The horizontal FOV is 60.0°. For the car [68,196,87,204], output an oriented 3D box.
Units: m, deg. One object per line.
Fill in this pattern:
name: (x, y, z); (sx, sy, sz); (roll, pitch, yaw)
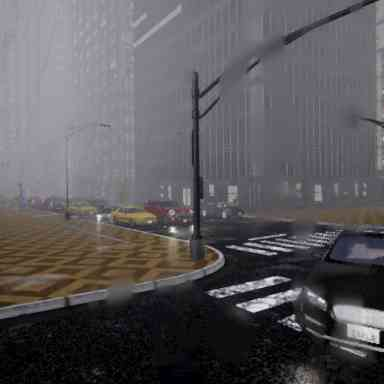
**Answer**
car: (-20.372, 1.385, 59.203); (1.887, 1.381, 4.507); (-1, 1, -36)

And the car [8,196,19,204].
car: (-33.259, 1.492, 63.623); (2.008, 1.369, 4.403); (-1, 1, -36)

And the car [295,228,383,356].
car: (3.444, 1.488, 6.188); (2.128, 1.511, 4.902); (1, 1, 33)

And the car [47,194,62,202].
car: (-30.109, 1.253, 72.735); (1.967, 1.590, 4.097); (-1, 1, -36)

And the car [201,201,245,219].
car: (2.452, 1.452, 27.704); (2.008, 1.369, 4.403); (-1, 1, -36)

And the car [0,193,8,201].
car: (-46.241, 1.447, 81.666); (1.887, 1.381, 4.507); (-1, 1, -36)

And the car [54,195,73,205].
car: (-22.418, 1.355, 57.838); (1.882, 1.535, 5.008); (-1, 1, -35)

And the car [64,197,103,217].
car: (-10.490, 1.532, 31.877); (1.752, 1.417, 4.829); (-1, 1, -36)

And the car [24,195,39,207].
car: (-23.523, 1.409, 50.090); (1.967, 1.590, 4.097); (-1, 1, -36)

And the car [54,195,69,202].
car: (-26.863, 1.404, 68.225); (1.802, 1.307, 4.206); (-1, 1, -36)

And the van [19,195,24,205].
van: (-26.770, 1.301, 54.600); (1.690, 1.788, 3.998); (-1, 1, -36)

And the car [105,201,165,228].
car: (-4.055, 1.550, 22.812); (1.752, 1.417, 4.829); (-1, 1, -36)

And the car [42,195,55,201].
car: (-33.454, 1.328, 77.384); (1.752, 1.417, 4.829); (-1, 1, -36)

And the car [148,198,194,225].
car: (-1.777, 1.337, 24.082); (2.097, 1.767, 4.553); (-1, 1, -36)

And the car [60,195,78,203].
car: (-23.617, 1.382, 63.714); (2.008, 1.369, 4.403); (-1, 1, -36)

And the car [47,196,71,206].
car: (-19.730, 1.281, 49.205); (2.033, 1.411, 5.357); (-1, 1, -36)

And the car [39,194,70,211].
car: (-17.032, 1.427, 41.068); (1.967, 1.590, 4.097); (-1, 1, -36)

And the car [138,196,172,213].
car: (-4.099, 1.325, 36.684); (1.967, 1.590, 4.097); (-1, 1, -36)

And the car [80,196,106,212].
car: (-10.122, 1.468, 35.694); (1.837, 1.490, 4.892); (-1, 1, -36)
